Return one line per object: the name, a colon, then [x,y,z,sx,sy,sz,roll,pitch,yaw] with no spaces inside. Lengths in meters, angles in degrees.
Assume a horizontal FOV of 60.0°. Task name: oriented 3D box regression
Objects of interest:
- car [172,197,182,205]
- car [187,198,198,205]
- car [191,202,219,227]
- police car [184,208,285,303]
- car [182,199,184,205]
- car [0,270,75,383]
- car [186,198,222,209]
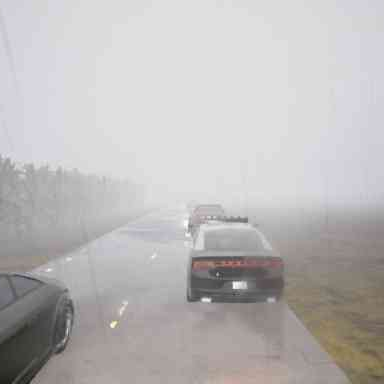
car: [-2.639,1.709,62.183,1.837,1.490,4.892,0,-1,0]
car: [0.113,1.773,63.352,1.994,1.385,4.181,0,0,0]
car: [0.868,1.542,24.282,1.837,1.490,4.892,0,0,0]
police car: [0.840,1.429,8.391,1.930,1.638,5.238,0,0,0]
car: [0.109,1.671,46.004,2.033,1.411,5.357,0,0,1]
car: [-2.742,1.563,3.298,1.994,1.385,4.181,0,0,0]
car: [0.856,1.371,18.253,2.097,1.767,4.553,0,0,0]
